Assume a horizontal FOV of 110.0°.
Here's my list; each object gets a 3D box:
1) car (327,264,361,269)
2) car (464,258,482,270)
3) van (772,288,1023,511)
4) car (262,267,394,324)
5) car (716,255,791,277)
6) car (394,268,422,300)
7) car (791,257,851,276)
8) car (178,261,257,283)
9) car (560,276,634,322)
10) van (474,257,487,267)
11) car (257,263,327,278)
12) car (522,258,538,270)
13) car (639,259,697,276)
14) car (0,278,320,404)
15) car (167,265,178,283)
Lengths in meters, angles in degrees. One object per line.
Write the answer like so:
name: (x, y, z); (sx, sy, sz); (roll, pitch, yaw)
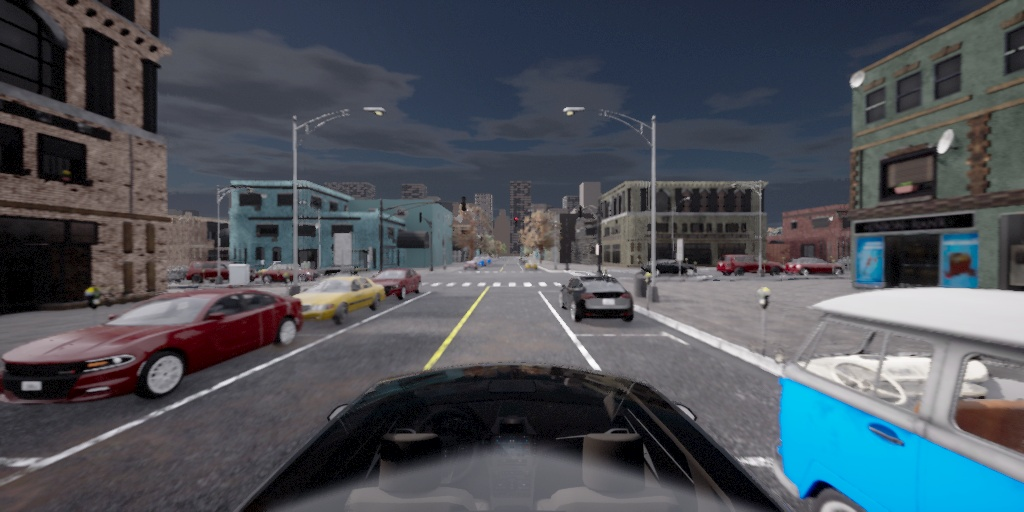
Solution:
car: (-18.189, 1.441, 37.915); (4.313, 1.339, 1.948); (0, 0, -1)
car: (-5.687, 1.282, 50.102); (1.802, 1.307, 4.207); (0, 0, 0)
van: (2.694, 1.091, 0.951); (1.690, 1.789, 3.998); (0, 0, 0)
car: (-5.688, 1.265, 11.868); (1.751, 1.417, 4.829); (0, 0, 0)
car: (19.947, 0.814, 30.216); (5.009, 1.841, 2.192); (0, 0, -1)
car: (-5.687, 1.279, 17.583); (1.888, 1.381, 4.507); (0, 0, 0)
car: (25.489, 0.872, 30.315); (4.097, 1.591, 1.967); (0, 0, -1)
car: (-23.723, 1.339, 29.468); (5.009, 1.841, 2.192); (0, 0, -1)
car: (2.694, 1.305, 12.039); (1.948, 1.339, 4.313); (0, 0, 0)
van: (-5.687, 1.029, 61.194); (1.690, 1.789, 3.998); (0, 0, 0)
car: (-18.070, 1.397, 29.569); (4.097, 1.591, 1.967); (0, 0, -1)
car: (2.693, 1.225, 50.272); (1.751, 1.417, 4.829); (0, 0, 0)
car: (14.206, 1.020, 32.797); (5.008, 1.535, 1.882); (-1, 1, -1)
car: (-5.687, 1.291, 6.495); (1.888, 1.381, 4.507); (0, 0, 0)
car: (-29.376, 1.643, 29.366); (4.403, 1.370, 2.007); (0, 0, -1)
